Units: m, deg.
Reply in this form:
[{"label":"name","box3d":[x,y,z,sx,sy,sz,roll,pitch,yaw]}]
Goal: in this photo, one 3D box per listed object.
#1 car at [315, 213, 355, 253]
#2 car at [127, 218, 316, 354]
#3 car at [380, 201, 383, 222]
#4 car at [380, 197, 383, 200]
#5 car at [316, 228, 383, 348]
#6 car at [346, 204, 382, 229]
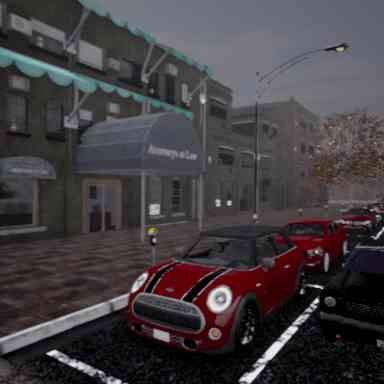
[{"label":"car","box3d":[3.809,1.550,10.757,1.887,1.381,4.507,0,0,34]},{"label":"car","box3d":[0.704,1.425,6.159,1.967,1.590,4.097,0,0,34]},{"label":"car","box3d":[13.123,1.619,24.552,2.008,1.369,4.403,0,0,34]},{"label":"car","box3d":[25.544,1.467,42.945,2.192,1.841,5.009,0,0,34]},{"label":"car","box3d":[3.708,1.620,5.975,1.895,1.301,4.718,1,0,34]},{"label":"car","box3d":[10.018,1.630,19.953,1.802,1.307,4.206,0,0,34]}]
